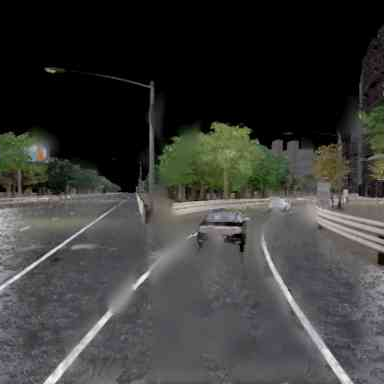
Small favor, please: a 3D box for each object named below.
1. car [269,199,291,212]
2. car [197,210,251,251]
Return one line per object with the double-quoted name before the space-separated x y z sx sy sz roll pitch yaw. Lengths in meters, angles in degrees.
"car" 10.625 1.592 40.110 1.812 1.442 4.674 0 0 28
"car" 1.427 1.506 14.336 2.128 1.511 4.902 0 0 11
